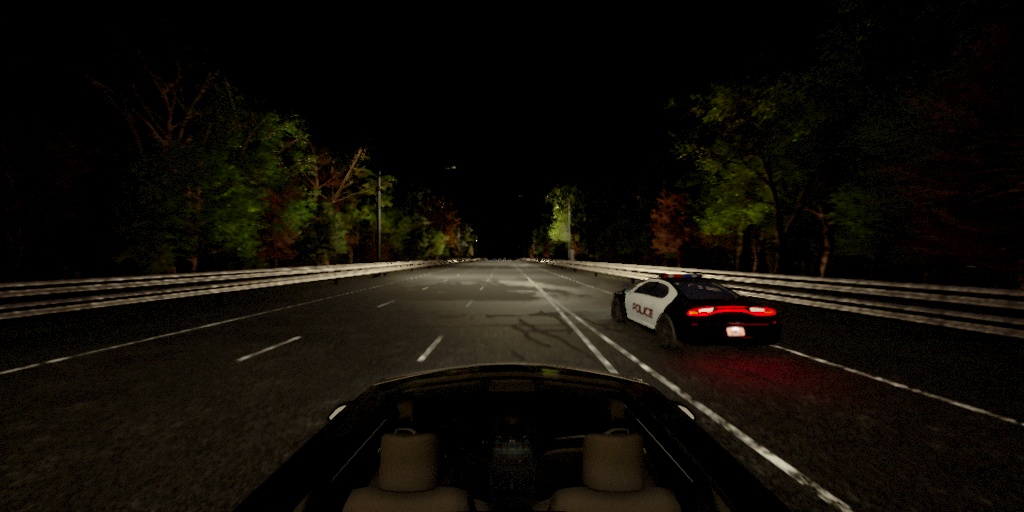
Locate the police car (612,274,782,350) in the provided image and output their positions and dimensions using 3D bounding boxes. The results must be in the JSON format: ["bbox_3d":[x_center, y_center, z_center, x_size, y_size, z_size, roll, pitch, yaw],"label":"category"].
[{"bbox_3d":[4.106,1.248,9.185,2.038,1.542,4.974,0,0,-3],"label":"police car"}]
